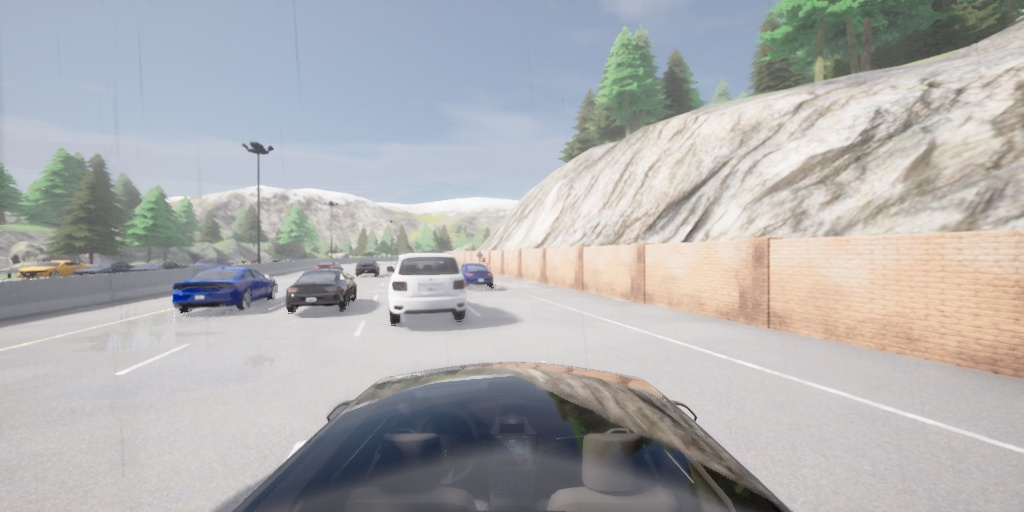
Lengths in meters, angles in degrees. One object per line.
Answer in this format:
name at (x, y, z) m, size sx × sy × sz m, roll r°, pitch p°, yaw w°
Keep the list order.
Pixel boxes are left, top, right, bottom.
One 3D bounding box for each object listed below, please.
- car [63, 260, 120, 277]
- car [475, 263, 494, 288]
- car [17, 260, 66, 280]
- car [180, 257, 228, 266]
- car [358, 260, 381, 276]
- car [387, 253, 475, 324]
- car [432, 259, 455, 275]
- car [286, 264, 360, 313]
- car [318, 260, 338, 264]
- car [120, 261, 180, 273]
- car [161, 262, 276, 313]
car at (-34.876, 1.201, 31.017) m, size 2.033 × 1.411 × 5.357 m, roll 0°, pitch 0°, yaw -18°
car at (-2.414, 1.166, 21.962) m, size 1.812 × 1.442 × 4.674 m, roll 0°, pitch 0°, yaw -18°
car at (-38.275, 1.142, 30.170) m, size 1.882 × 1.535 × 5.008 m, roll 0°, pitch 0°, yaw -18°
car at (-28.388, 0.978, 33.721) m, size 2.097 × 1.767 × 4.553 m, roll 0°, pitch 0°, yaw -18°
car at (-13.389, 1.101, 33.383) m, size 1.837 × 1.490 × 4.892 m, roll 0°, pitch 0°, yaw -18°
car at (-2.939, 0.922, 12.020) m, size 2.150 × 2.045 × 5.566 m, roll 0°, pitch 1°, yaw -17°
car at (-7.024, 1.094, 36.467) m, size 1.812 × 1.442 × 4.674 m, roll 0°, pitch 0°, yaw -18°
car at (-7.134, 1.222, 13.700) m, size 1.812 × 1.442 × 4.674 m, roll 0°, pitch 0°, yaw -17°
car at (-17.020, 1.132, 33.255) m, size 1.812 × 1.442 × 4.674 m, roll 0°, pitch 0°, yaw -18°
car at (-31.540, 1.189, 32.074) m, size 2.033 × 1.411 × 5.357 m, roll 0°, pitch 0°, yaw -18°
car at (-10.905, 1.180, 14.019) m, size 1.882 × 1.535 × 5.008 m, roll 0°, pitch 1°, yaw -17°
